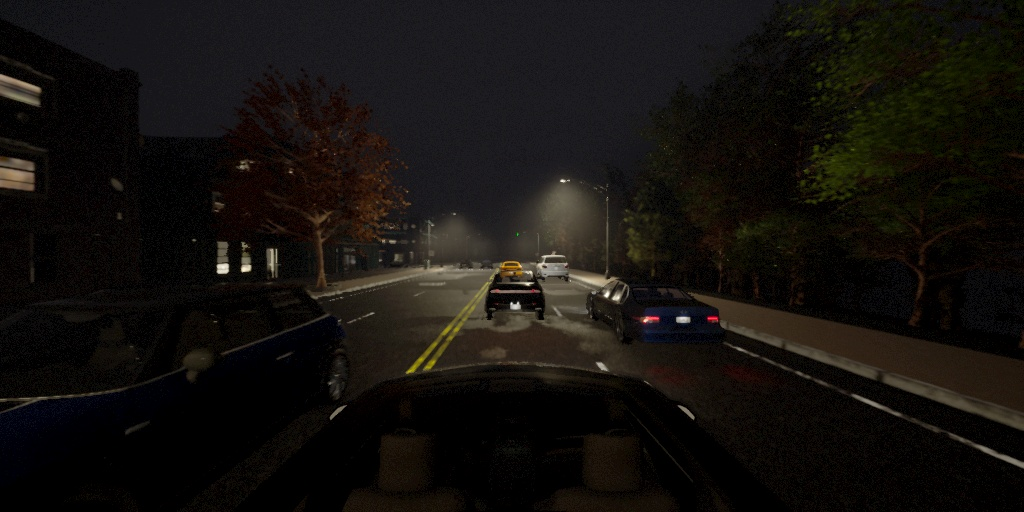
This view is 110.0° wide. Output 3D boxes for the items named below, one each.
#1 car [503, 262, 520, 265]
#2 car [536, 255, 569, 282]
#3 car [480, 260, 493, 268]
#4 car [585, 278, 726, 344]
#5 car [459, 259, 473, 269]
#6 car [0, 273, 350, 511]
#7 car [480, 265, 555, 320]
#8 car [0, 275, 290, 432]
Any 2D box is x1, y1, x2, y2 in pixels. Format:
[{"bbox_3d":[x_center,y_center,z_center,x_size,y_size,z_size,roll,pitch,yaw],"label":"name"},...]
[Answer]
[{"bbox_3d":[-0.089,1.226,31.102,1.882,1.535,5.008,0,0,-1],"label":"car"},{"bbox_3d":[3.196,0.969,29.020,2.150,2.045,5.566,0,0,-1],"label":"car"},{"bbox_3d":[-3.840,1.296,55.148,2.033,1.411,5.357,0,0,-1],"label":"car"},{"bbox_3d":[3.351,1.297,9.529,2.033,1.411,5.357,0,0,0],"label":"car"},{"bbox_3d":[-7.092,1.258,55.588,1.837,1.490,4.892,0,0,-1],"label":"car"},{"bbox_3d":[-3.352,1.102,3.193,2.097,1.767,4.553,0,0,0],"label":"car"},{"bbox_3d":[0.100,1.241,12.693,2.128,1.511,4.902,0,0,0],"label":"car"},{"bbox_3d":[-6.601,1.241,6.509,2.128,1.511,4.902,0,0,0],"label":"car"}]
